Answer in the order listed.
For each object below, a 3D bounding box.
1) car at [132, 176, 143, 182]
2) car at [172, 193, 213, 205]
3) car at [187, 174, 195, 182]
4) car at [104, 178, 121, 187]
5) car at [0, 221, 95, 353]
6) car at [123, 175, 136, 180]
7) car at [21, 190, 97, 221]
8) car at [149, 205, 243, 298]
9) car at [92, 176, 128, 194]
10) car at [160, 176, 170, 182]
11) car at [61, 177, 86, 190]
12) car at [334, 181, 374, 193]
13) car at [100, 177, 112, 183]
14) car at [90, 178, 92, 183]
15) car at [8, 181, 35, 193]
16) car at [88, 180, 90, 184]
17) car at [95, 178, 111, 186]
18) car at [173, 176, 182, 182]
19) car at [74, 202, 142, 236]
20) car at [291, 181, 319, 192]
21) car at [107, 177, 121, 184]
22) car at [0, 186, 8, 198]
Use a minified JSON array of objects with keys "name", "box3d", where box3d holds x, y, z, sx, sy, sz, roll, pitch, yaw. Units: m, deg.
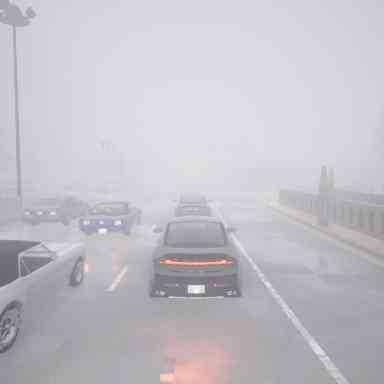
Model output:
[{"name":"car","box3d":[-14.399,-3.467,88.071,1.882,1.535,5.008,0,3,0]},{"name":"car","box3d":[0.035,0.838,17.521,1.837,1.490,4.892,0,3,-1]},{"name":"car","box3d":[-0.406,-3.506,89.684,2.128,1.511,4.902,0,3,0]},{"name":"car","box3d":[-14.333,-1.784,60.460,1.882,1.535,5.008,0,4,0]},{"name":"car","box3d":[-3.421,1.506,5.925,1.895,1.301,4.718,0,2,0]},{"name":"car","box3d":[-14.329,-2.799,73.055,2.150,2.045,5.566,0,3,0]},{"name":"car","box3d":[-6.968,0.868,17.683,2.033,1.411,5.357,0,3,0]},{"name":"car","box3d":[0.070,1.338,8.142,1.837,1.490,4.892,0,2,0]},{"name":"car","box3d":[-10.435,-0.803,42.163,2.097,1.767,4.553,-2,4,-39]},{"name":"car","box3d":[-7.400,-3.431,88.386,1.812,1.442,4.674,0,3,0]},{"name":"car","box3d":[-17.811,-1.057,49.244,1.812,1.442,4.674,0,3,0]},{"name":"car","box3d":[18.465,-0.474,38.781,5.008,1.535,1.882,0,3,2]},{"name":"car","box3d":[-21.376,-3.108,83.108,1.812,1.442,4.674,0,3,0]},{"name":"car","box3d":[-21.328,-2.419,72.900,1.895,1.301,4.718,0,3,0]},{"name":"car","box3d":[-21.278,-0.612,41.092,1.882,1.535,5.008,0,3,0]},{"name":"car","box3d":[-21.320,-1.997,61.892,2.097,1.767,4.553,0,4,0]},{"name":"car","box3d":[-17.803,-2.063,66.509,1.994,1.385,4.181,0,3,0]},{"name":"car","box3d":[-3.901,-3.433,88.403,1.812,1.442,4.674,0,3,0]},{"name":"car","box3d":[-3.457,1.078,15.051,1.895,1.301,4.718,0,3,0]},{"name":"car","box3d":[15.021,-0.644,42.391,4.674,1.442,1.812,0,3,2]},{"name":"car","box3d":[-17.846,-2.717,76.662,2.128,1.511,4.902,0,3,0]},{"name":"car","box3d":[-17.713,0.306,27.075,2.033,1.411,5.357,0,3,0]}]
